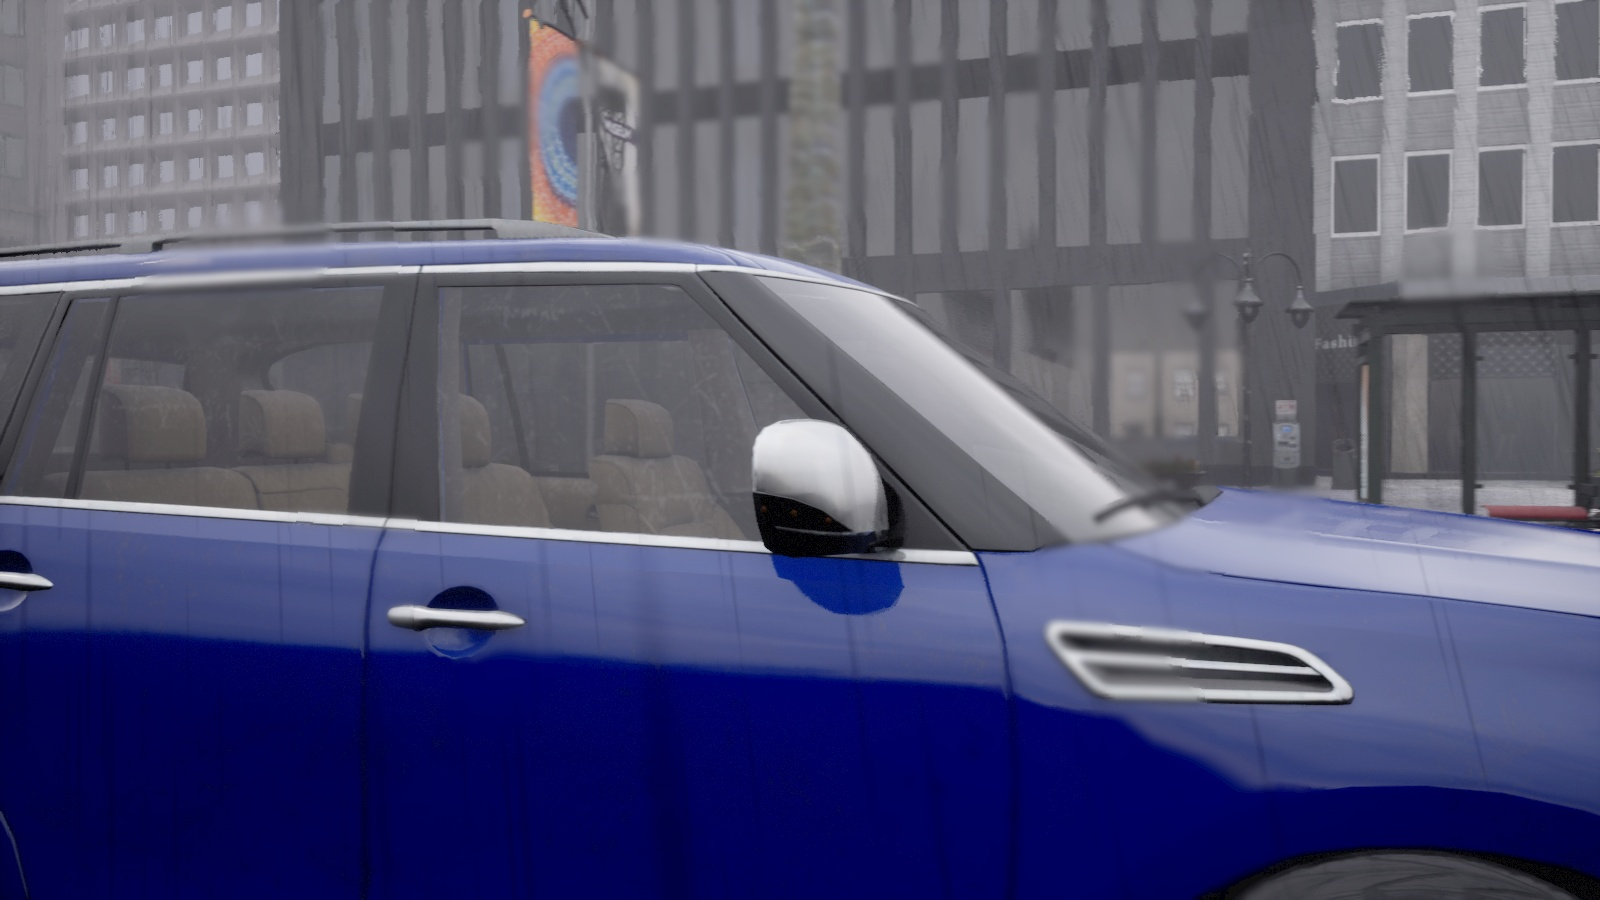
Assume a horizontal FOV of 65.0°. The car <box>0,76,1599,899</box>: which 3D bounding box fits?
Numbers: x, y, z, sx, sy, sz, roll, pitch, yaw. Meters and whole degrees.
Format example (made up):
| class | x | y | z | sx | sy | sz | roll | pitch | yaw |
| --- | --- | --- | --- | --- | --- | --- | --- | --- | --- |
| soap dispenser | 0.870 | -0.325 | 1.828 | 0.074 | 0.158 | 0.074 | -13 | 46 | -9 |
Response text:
| class | x | y | z | sx | sy | sz | roll | pitch | yaw |
| --- | --- | --- | --- | --- | --- | --- | --- | --- | --- |
| car | -0.426 | 0.490 | 3.332 | 5.566 | 2.045 | 2.150 | 1 | 1 | 19 |
